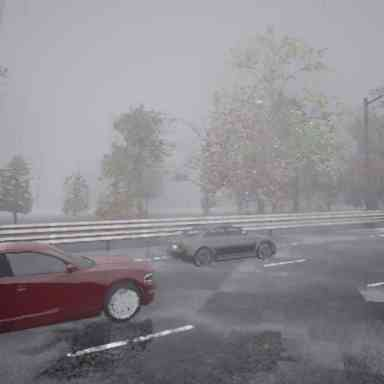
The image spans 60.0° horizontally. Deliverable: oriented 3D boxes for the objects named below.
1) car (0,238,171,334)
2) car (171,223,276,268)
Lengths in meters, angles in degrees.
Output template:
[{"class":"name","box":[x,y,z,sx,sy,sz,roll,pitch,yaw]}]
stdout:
[{"class":"car","box":[-3.104,1.651,6.067,5.008,1.535,1.882,0,-2,-30]},{"class":"car","box":[1.129,1.887,12.569,4.181,1.385,1.994,0,-2,-30]}]
